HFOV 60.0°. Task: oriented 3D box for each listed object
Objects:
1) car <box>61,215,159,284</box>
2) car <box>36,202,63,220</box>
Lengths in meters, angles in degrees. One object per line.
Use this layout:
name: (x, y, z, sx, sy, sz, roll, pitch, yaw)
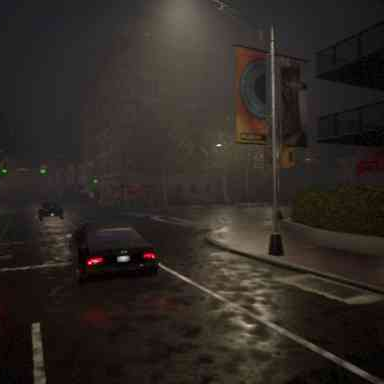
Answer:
car: (-2.549, 1.563, 9.783, 2.033, 1.411, 5.357, -1, 0, -24)
car: (-12.630, 1.629, 29.636, 1.837, 1.490, 4.892, -1, 0, -27)
